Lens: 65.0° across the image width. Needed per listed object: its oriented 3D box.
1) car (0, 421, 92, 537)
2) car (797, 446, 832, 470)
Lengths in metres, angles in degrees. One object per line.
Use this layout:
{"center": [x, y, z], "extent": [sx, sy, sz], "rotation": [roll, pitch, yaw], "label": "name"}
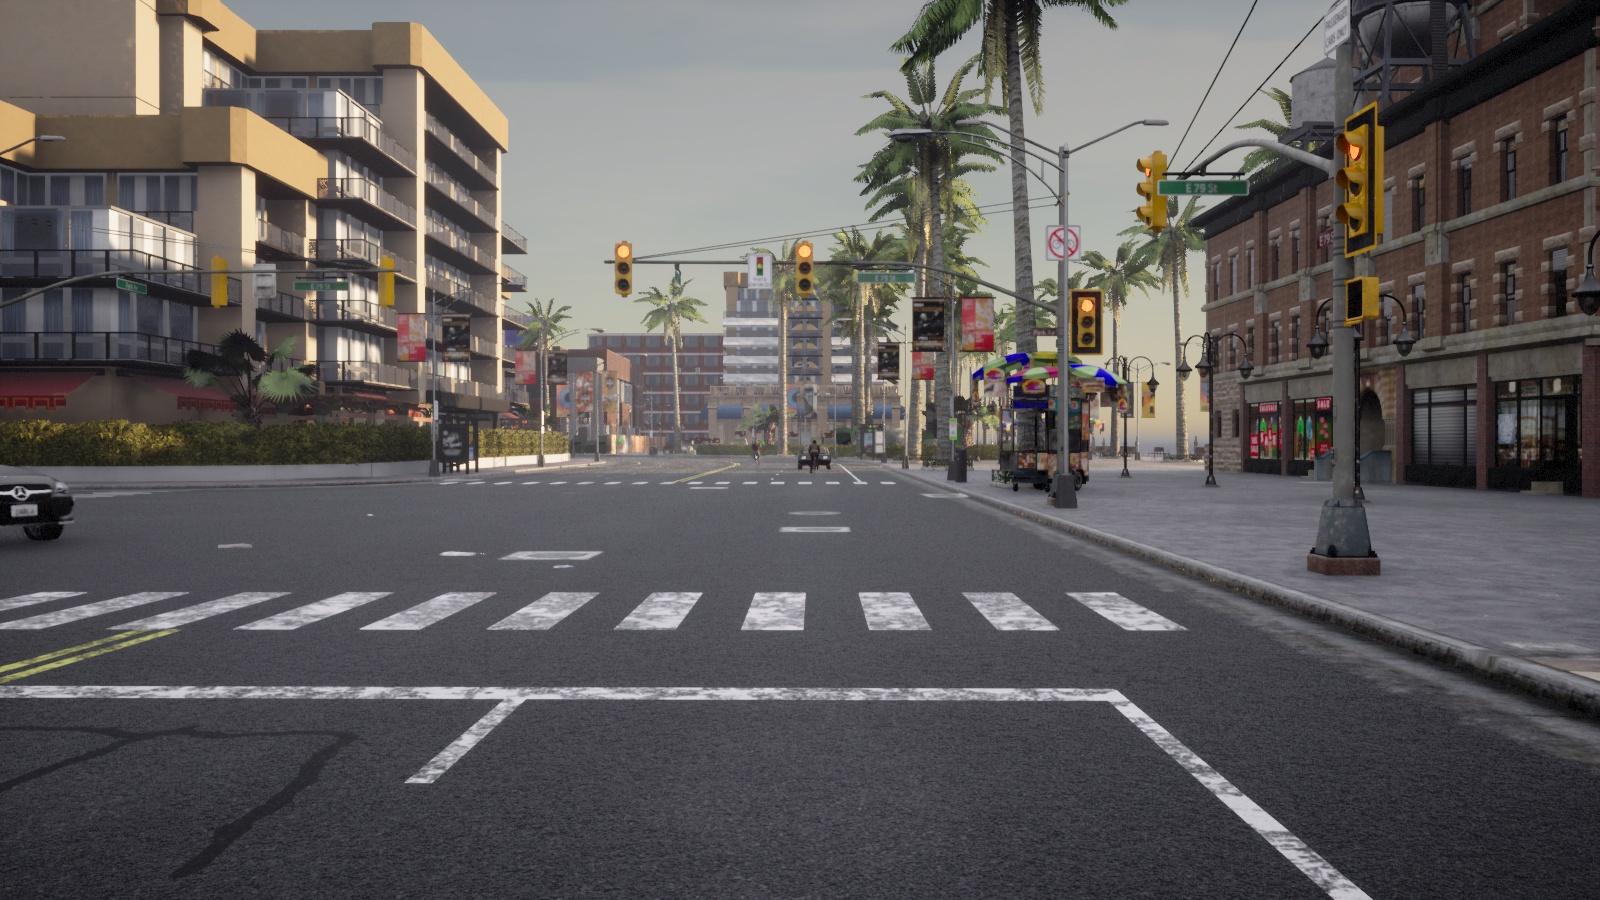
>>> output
{"center": [-13.573, 0.406, 19.091], "extent": [5.027, 1.651, 2.152], "rotation": [0, 0, 20], "label": "car"}
{"center": [0.823, 0.443, 71.591], "extent": [1.895, 1.301, 4.718], "rotation": [0, 0, 0], "label": "car"}
